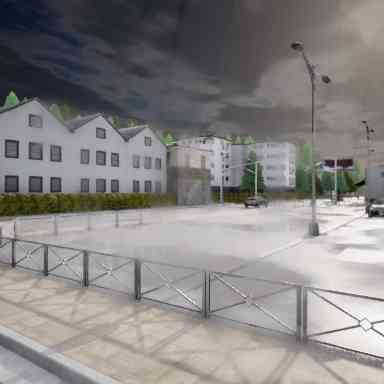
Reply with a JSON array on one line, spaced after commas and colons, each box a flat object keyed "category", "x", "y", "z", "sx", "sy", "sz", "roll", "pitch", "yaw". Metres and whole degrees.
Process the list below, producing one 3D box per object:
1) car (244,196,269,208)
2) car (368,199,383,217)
[{"category": "car", "x": 8.466, "y": 1.300, "z": 43.459, "sx": 2.128, "sy": 1.511, "sz": 4.902, "roll": 0, "pitch": 0, "yaw": 33}, {"category": "car", "x": 15.469, "y": 1.298, "z": 26.777, "sx": 2.007, "sy": 1.523, "sz": 4.514, "roll": 0, "pitch": 0, "yaw": 35}]
